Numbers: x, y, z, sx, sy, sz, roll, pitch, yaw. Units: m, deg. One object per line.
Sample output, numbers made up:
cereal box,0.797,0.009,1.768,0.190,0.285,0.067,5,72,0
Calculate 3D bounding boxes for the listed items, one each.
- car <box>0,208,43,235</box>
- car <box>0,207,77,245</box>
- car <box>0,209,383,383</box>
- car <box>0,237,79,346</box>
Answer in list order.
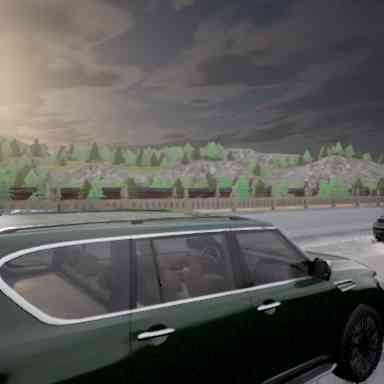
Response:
car,-10.709,1.601,17.849,4.718,1.301,1.895,0,0,-35
car,-7.982,1.526,15.477,4.674,1.442,1.812,0,0,-36
car,-0.002,1.222,3.744,5.566,2.045,2.150,0,0,-35
car,-4.348,1.601,4.944,4.718,1.301,1.895,0,0,-35
